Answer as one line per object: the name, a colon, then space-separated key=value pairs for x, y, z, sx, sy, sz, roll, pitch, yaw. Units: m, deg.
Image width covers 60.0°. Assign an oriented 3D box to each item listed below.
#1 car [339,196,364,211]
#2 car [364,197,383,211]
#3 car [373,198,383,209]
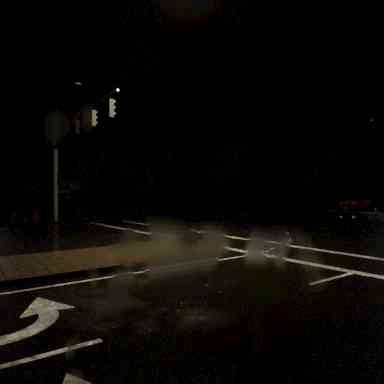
car: x=20.366 y=1.352 z=41.385 sx=4.553 sy=1.767 sz=2.097 roll=0 pitch=0 yaw=-36
car: x=22.779 y=1.547 z=38.853 sx=5.357 sy=1.411 sz=2.033 roll=0 pitch=0 yaw=-35
car: x=27.380 y=1.564 z=46.415 sx=4.181 sy=1.385 sz=1.994 roll=0 pitch=0 yaw=-36
